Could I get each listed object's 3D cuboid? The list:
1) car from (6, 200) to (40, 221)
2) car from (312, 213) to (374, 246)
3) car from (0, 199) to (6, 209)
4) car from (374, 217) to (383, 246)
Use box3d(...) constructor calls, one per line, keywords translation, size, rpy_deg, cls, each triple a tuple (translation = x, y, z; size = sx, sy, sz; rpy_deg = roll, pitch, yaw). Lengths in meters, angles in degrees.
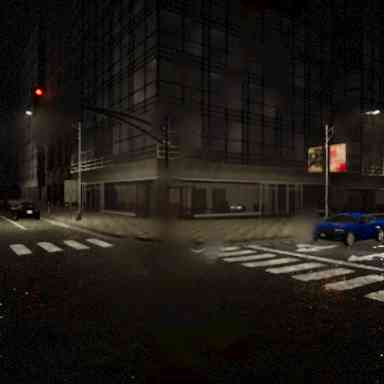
box3d(translation=(-13.697, 1.567, 27.311), size=(1.947, 1.339, 4.313), rpy_deg=(1, 0, -35), cls="car")
box3d(translation=(8.363, 1.865, 17.602), size=(5.008, 1.535, 1.882), rpy_deg=(2, -1, -36), cls="car")
box3d(translation=(-23.517, 1.551, 41.124), size=(1.802, 1.307, 4.206), rpy_deg=(1, 0, -35), cls="car")
box3d(translation=(10.617, 1.891, 15.227), size=(4.892, 1.490, 1.837), rpy_deg=(2, -1, -36), cls="car")
